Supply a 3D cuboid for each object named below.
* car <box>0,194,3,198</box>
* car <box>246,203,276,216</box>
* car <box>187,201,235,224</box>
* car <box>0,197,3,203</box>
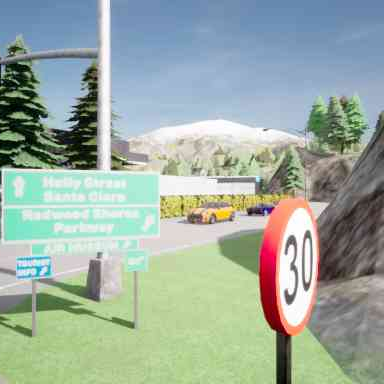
[{"bbox_3d":[-38.661,1.489,69.944,4.514,1.523,2.007,0,0,35],"label":"car"},{"bbox_3d":[7.486,1.792,34.833,1.895,1.301,4.718,0,0,36],"label":"car"},{"bbox_3d":[1.584,1.544,26.704,2.097,1.767,4.553,0,0,36],"label":"car"},{"bbox_3d":[-12.400,1.505,26.036,1.905,1.878,3.866,0,0,35],"label":"car"}]
